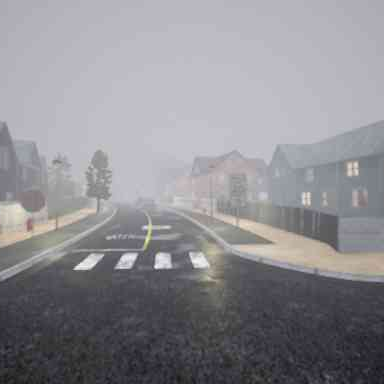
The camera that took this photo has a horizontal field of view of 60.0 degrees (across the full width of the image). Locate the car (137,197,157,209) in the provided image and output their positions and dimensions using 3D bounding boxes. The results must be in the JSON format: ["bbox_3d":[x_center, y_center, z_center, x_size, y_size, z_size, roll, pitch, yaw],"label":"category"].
[{"bbox_3d":[-6.300,1.650,48.441,2.033,1.411,5.357,0,0,-15],"label":"car"}]

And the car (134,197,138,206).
[{"bbox_3d":[-9.043,1.623,58.558,1.882,1.535,5.008,0,0,-15],"label":"car"}]
